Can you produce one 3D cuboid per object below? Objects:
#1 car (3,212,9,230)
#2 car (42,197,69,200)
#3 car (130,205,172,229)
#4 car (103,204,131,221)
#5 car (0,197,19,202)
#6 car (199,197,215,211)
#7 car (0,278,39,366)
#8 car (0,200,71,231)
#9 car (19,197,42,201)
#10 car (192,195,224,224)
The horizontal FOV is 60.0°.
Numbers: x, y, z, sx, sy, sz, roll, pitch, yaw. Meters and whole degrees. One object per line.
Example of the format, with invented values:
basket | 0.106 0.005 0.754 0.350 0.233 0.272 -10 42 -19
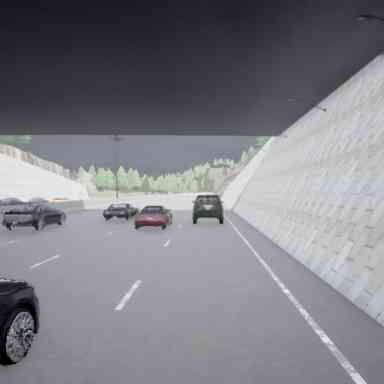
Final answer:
car | -6.526 1.351 7.429 2.097 1.767 4.553 0 0 2
car | -19.048 1.470 47.738 1.882 1.535 5.008 0 0 3
car | -2.440 1.561 21.739 1.994 1.385 4.181 0 0 2
car | -5.719 1.597 27.313 1.895 1.301 4.718 0 0 2
car | -26.064 1.518 47.574 1.812 1.442 4.674 0 0 3
car | 1.819 1.472 40.692 1.882 1.535 5.008 0 0 2
car | -3.208 1.491 2.938 2.128 1.511 4.902 0 0 2
car | -9.497 1.488 20.485 2.128 1.511 4.902 0 0 2
car | -22.528 1.518 48.239 1.812 1.442 4.674 0 0 3
car | 1.198 1.215 25.096 2.150 2.045 5.566 0 0 2
